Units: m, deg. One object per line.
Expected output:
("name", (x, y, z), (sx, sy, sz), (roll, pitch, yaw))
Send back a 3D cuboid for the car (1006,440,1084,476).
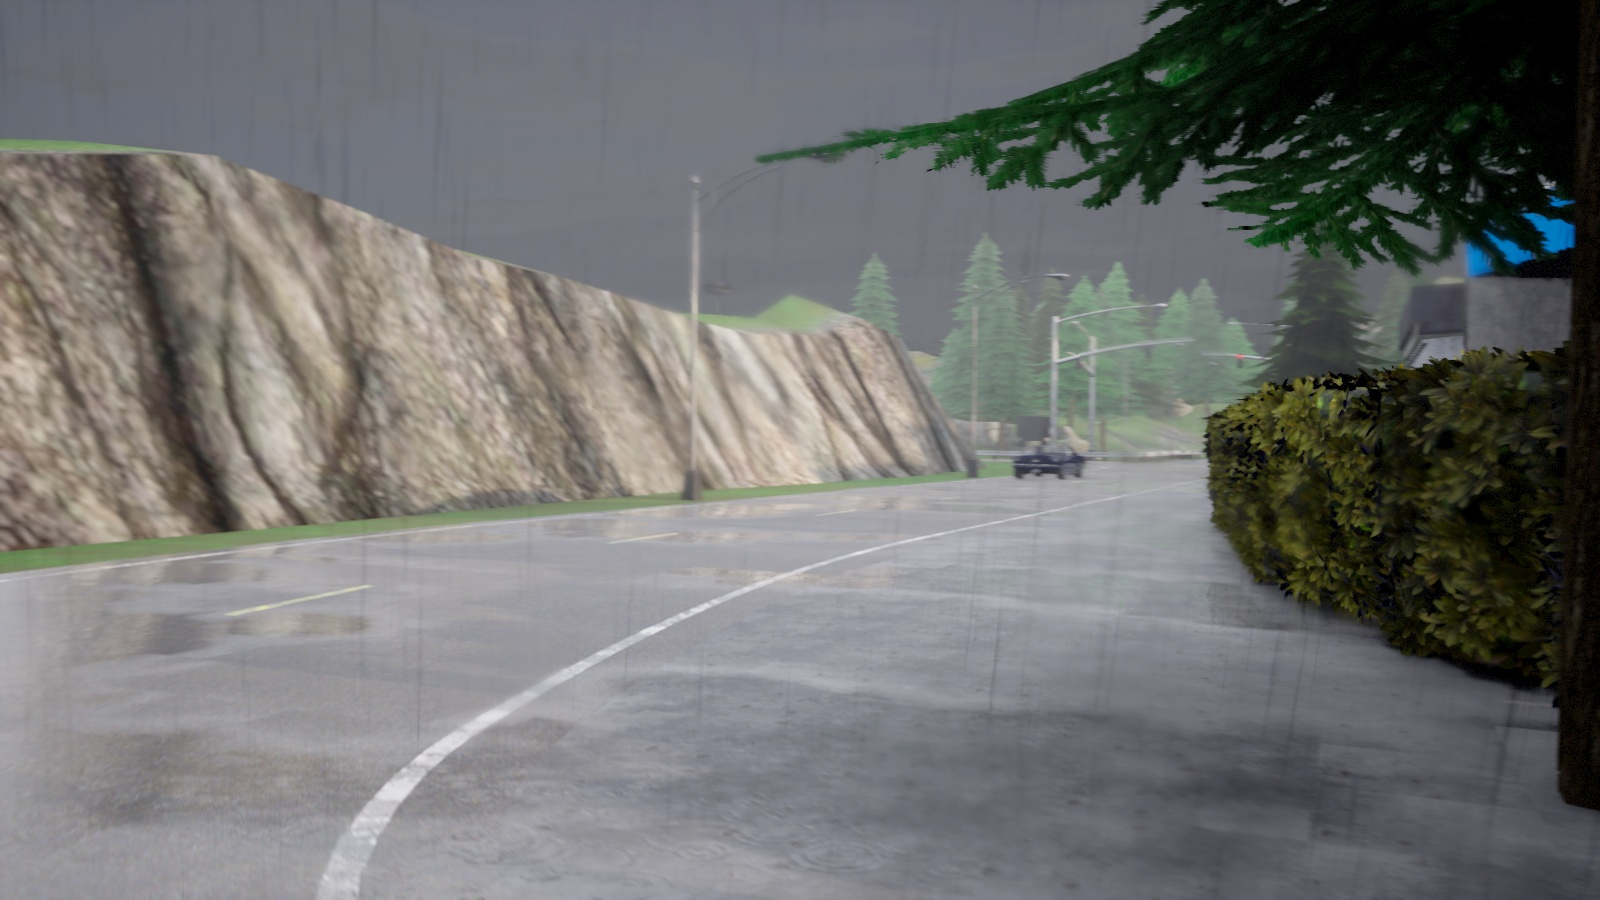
("car", (9.475, 0.280, 48.309), (1.895, 1.301, 4.718), (0, 1, 24))
